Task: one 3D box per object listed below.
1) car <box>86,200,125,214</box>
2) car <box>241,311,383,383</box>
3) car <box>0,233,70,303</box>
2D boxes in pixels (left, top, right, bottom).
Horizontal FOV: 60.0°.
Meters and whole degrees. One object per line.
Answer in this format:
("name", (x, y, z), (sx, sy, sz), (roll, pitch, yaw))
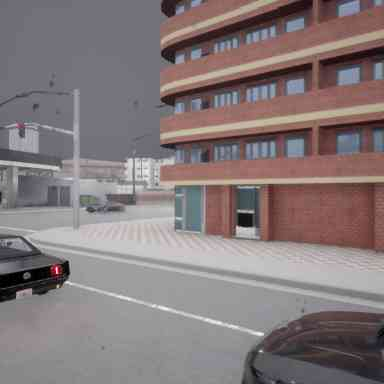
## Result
("car", (-9.133, 1.581, 35.232), (1.994, 1.385, 4.181), (0, 0, 35))
("car", (2.668, 1.514, 2.092), (4.892, 1.490, 1.837), (0, 0, 35))
("car", (-4.913, 1.599, 7.483), (4.718, 1.301, 1.895), (0, 0, 36))
